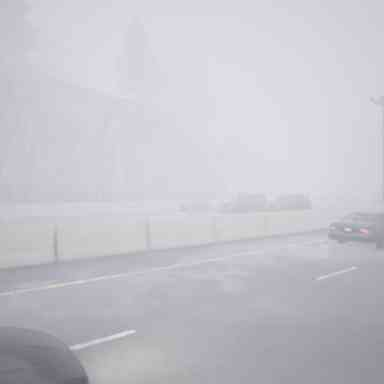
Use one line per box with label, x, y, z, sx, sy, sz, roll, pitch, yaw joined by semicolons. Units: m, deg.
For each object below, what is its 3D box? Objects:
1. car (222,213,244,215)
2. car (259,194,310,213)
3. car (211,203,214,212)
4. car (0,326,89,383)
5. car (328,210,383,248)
car;4.986;1.208;31.055;5.566;2.045;2.150;0;0;-44
car;8.647;1.200;29.714;5.566;2.045;2.150;0;0;-44
car;0.581;1.561;36.553;4.181;1.385;1.994;0;0;-44
car;-3.006;1.512;1.690;4.892;1.490;1.837;0;0;-35
car;8.028;1.526;14.698;5.357;1.411;2.033;0;0;-41
